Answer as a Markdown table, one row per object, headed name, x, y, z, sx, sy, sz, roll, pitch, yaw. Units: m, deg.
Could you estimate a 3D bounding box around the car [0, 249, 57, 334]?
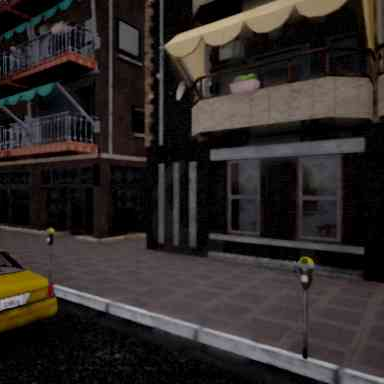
| name | x | y | z | sx | sy | sz | roll | pitch | yaw |
| --- | --- | --- | --- | --- | --- | --- | --- | --- | --- |
| car | -4.394 | 1.501 | 6.004 | 4.829 | 1.417 | 1.752 | 0 | 0 | 35 |
